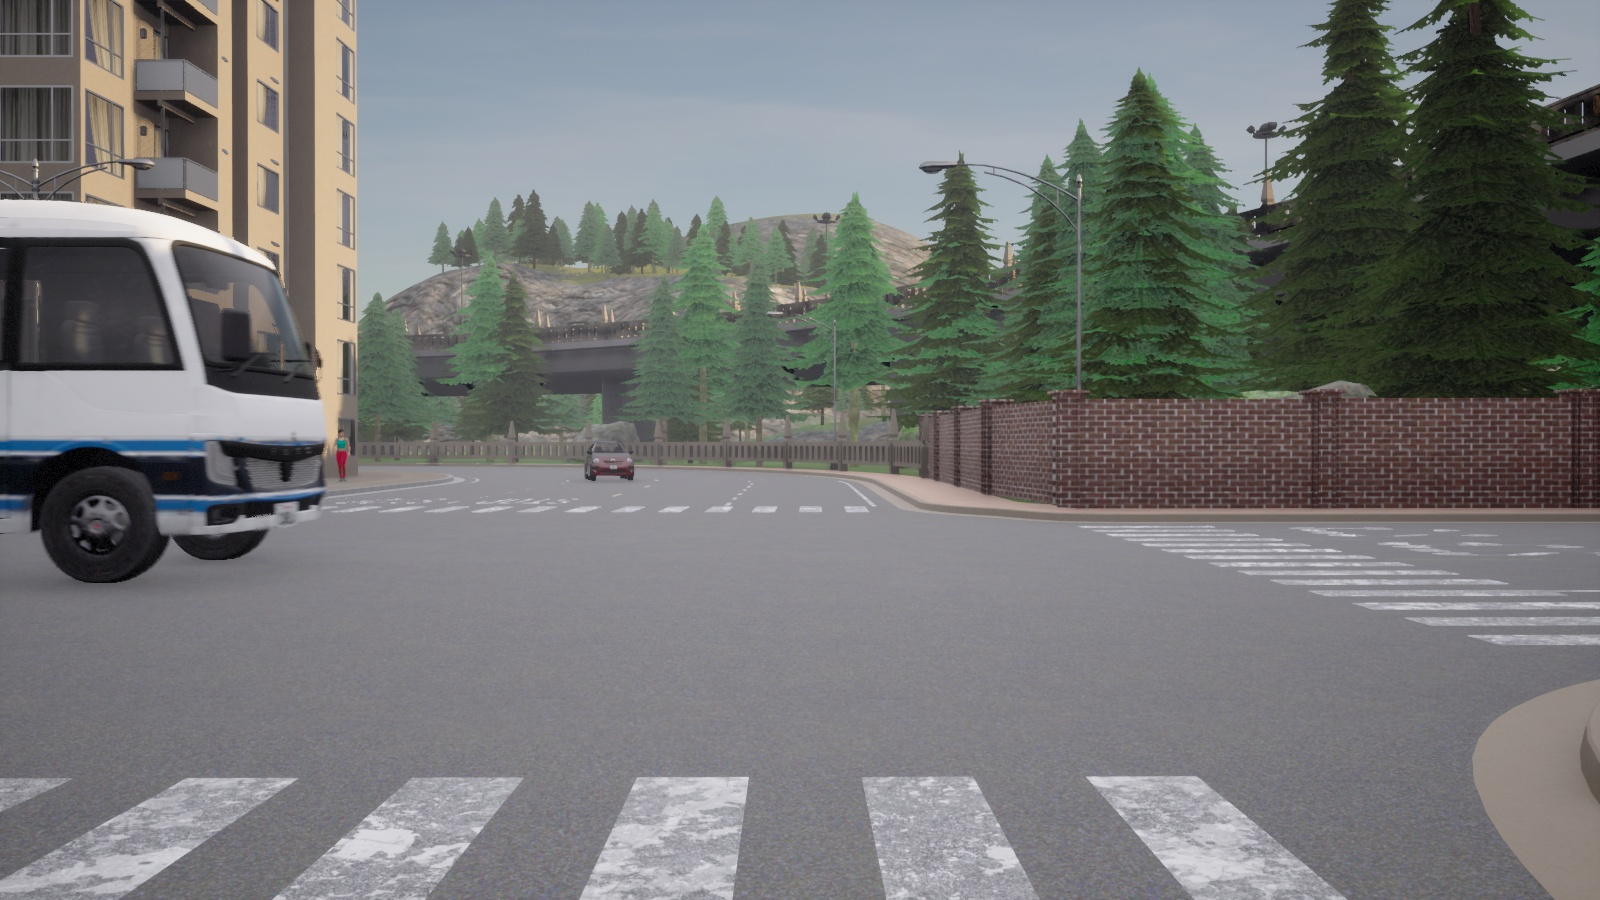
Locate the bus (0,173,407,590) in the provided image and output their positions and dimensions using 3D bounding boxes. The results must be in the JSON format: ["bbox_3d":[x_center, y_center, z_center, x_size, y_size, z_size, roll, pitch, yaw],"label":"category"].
[{"bbox_3d":[-10.395,-0.719,14.824,10.273,4.253,3.944,0,0,0],"label":"bus"}]

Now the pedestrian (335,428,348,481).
[{"bbox_3d":[-15.902,0.142,43.559,0.345,1.836,0.594,0,0,-11],"label":"pedestrian"}]

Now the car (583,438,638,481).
[{"bbox_3d":[-7.653,0.354,50.405,1.851,1.617,3.988,0,0,-13],"label":"car"}]
